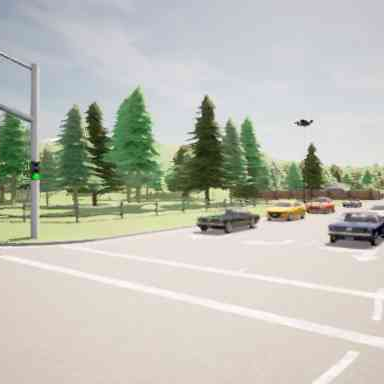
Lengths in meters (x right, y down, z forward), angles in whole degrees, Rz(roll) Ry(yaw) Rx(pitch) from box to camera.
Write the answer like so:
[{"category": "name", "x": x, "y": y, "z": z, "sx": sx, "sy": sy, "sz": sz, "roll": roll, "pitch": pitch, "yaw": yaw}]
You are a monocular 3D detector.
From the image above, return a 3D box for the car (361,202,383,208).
[{"category": "car", "x": 13.190, "y": 1.527, "z": 22.847, "sx": 1.812, "sy": 1.442, "sz": 4.674, "roll": 0, "pitch": 0, "yaw": 36}]

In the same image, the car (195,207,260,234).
[{"category": "car", "x": 2.210, "y": 1.605, "z": 19.720, "sx": 1.895, "sy": 1.301, "sz": 4.718, "roll": 0, "pitch": 0, "yaw": 36}]

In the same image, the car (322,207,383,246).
[{"category": "car", "x": 7.770, "y": 1.602, "z": 15.466, "sx": 1.895, "sy": 1.301, "sz": 4.718, "roll": 0, "pitch": 0, "yaw": 36}]

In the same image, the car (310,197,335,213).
[{"category": "car", "x": 13.612, "y": 1.356, "z": 35.290, "sx": 2.097, "sy": 1.767, "sz": 4.553, "roll": 0, "pitch": 0, "yaw": 36}]

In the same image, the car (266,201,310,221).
[{"category": "car", "x": 7.754, "y": 1.482, "z": 27.296, "sx": 1.882, "sy": 1.535, "sz": 5.008, "roll": 0, "pitch": 0, "yaw": 36}]

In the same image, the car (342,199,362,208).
[{"category": "car", "x": 23.273, "y": 1.605, "z": 48.366, "sx": 1.895, "sy": 1.301, "sz": 4.718, "roll": 0, "pitch": 0, "yaw": 37}]
